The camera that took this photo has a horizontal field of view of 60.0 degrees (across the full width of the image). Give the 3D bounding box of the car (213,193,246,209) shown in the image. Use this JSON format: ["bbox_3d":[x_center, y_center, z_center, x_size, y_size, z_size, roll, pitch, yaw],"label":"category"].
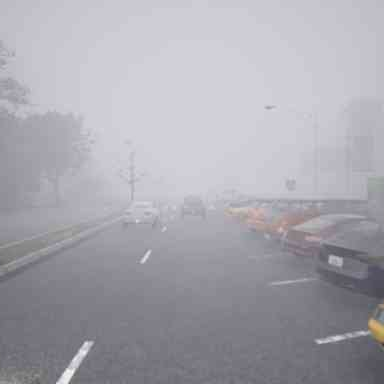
[{"bbox_3d":[4.864,1.107,28.315,5.366,1.575,1.946,0,1,-20],"label":"car"}]

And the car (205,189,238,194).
[{"bbox_3d":[5.049,0.645,43.302,5.566,2.045,2.435,1,1,-20],"label":"car"}]

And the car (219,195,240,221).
[{"bbox_3d":[4.870,1.209,22.350,5.366,1.575,1.946,0,1,-20],"label":"car"}]

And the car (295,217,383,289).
[{"bbox_3d":[5.088,1.457,7.510,4.792,1.488,2.163,1,0,-20],"label":"car"}]

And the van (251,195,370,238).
[{"bbox_3d":[4.949,1.128,13.411,4.442,1.987,1.878,0,1,-20],"label":"van"}]

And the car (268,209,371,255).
[{"bbox_3d":[5.053,1.431,10.482,4.674,1.452,2.002,1,0,-20],"label":"car"}]

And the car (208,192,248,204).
[{"bbox_3d":[5.022,0.861,46.269,5.008,1.535,2.097,1,1,-20],"label":"car"}]

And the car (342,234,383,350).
[{"bbox_3d":[4.893,1.449,4.440,5.366,1.575,1.946,1,1,-20],"label":"car"}]

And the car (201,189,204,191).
[{"bbox_3d":[4.827,0.699,61.116,5.366,1.575,1.946,1,1,-20],"label":"car"}]

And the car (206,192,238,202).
[{"bbox_3d":[5.032,0.794,55.232,4.792,1.488,2.163,1,0,-20],"label":"car"}]

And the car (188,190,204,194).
[{"bbox_3d":[0.053,0.919,41.501,2.128,1.511,4.902,0,1,0],"label":"car"}]

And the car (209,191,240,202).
[{"bbox_3d":[5.033,0.937,40.304,4.892,1.521,2.231,1,1,-20],"label":"car"}]

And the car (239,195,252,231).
[{"bbox_3d":[5.023,1.185,16.439,4.553,1.767,2.185,0,1,-20],"label":"car"}]

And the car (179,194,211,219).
[{"bbox_3d":[0.071,1.162,25.340,2.128,1.511,4.902,0,1,0],"label":"car"}]

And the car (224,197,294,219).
[{"bbox_3d":[5.067,1.192,25.412,4.792,1.488,2.163,0,1,-20],"label":"car"}]

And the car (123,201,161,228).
[{"bbox_3d":[-2.923,1.284,20.086,1.812,1.442,4.674,0,1,0],"label":"car"}]

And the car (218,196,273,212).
[{"bbox_3d":[5.029,1.104,31.365,4.674,1.452,2.002,0,1,-20],"label":"car"}]
